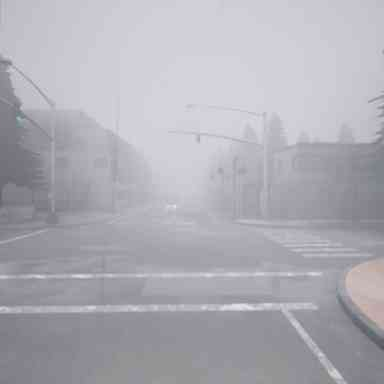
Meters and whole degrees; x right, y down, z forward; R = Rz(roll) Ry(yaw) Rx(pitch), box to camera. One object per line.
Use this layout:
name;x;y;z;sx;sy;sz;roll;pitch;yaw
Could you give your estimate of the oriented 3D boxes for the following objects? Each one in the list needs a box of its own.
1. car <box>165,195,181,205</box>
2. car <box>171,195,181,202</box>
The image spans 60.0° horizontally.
car;-3.495;1.398;56.910;2.128;1.511;4.902;0;0;0
car;-3.407;1.431;73.468;1.994;1.385;4.181;0;0;0
